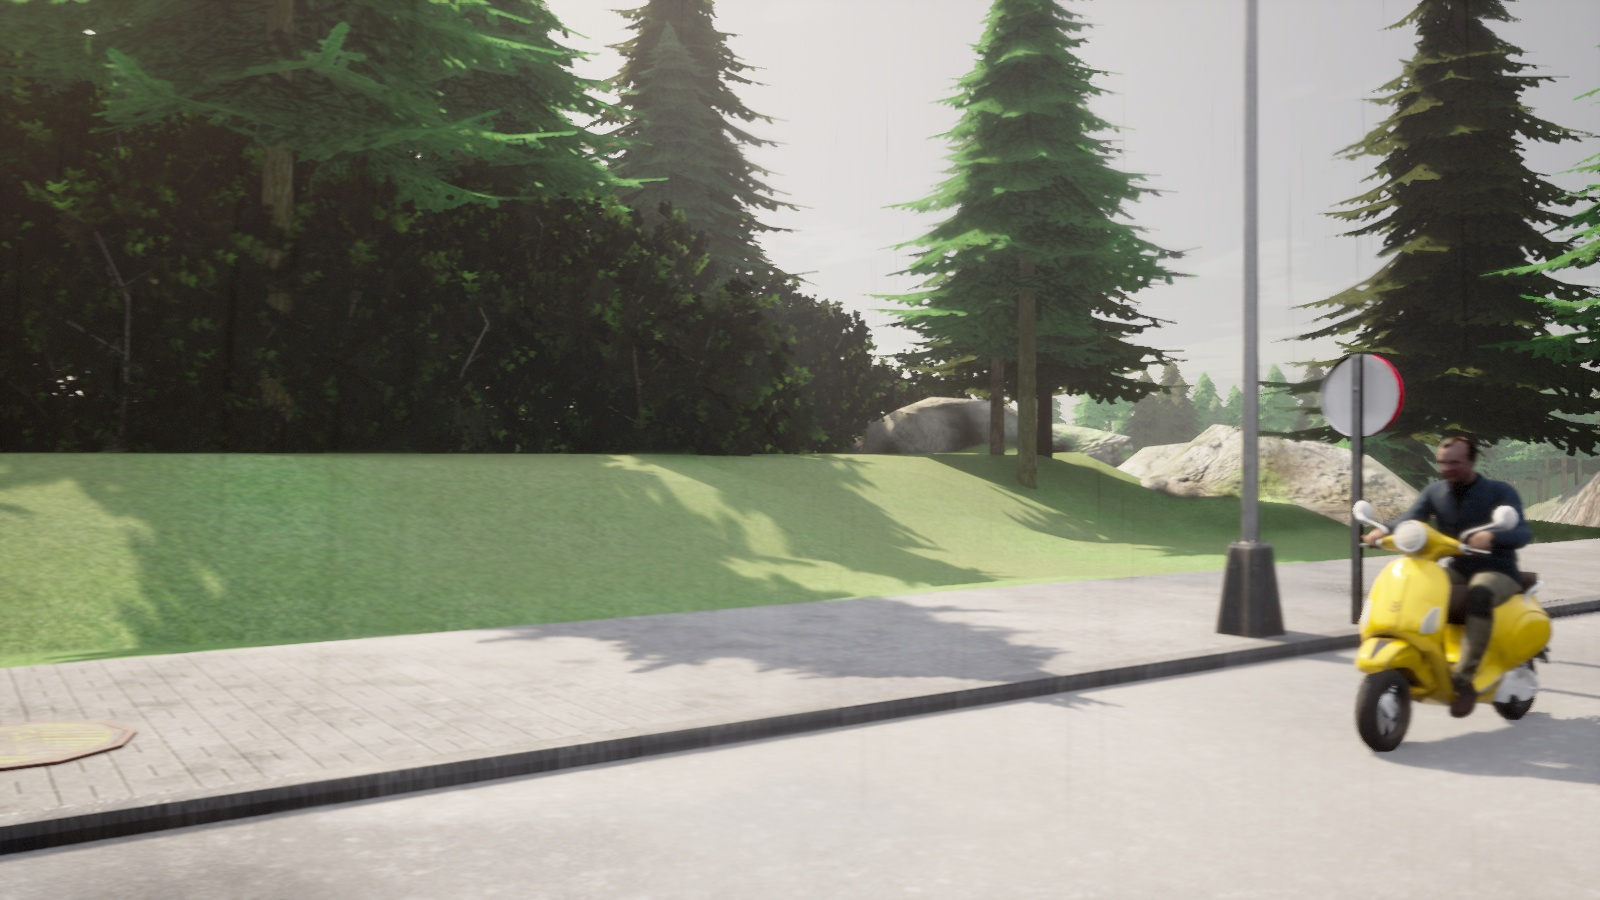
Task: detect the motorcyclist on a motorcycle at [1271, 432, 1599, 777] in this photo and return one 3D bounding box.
[{"bbox_3d":[3.432,0.707,6.656,1.817,1.590,0.866,0,0,-35],"label":"motorcyclist on a motorcycle"}]
